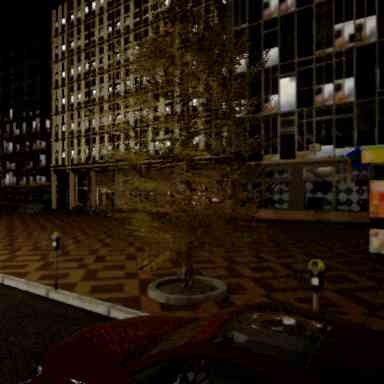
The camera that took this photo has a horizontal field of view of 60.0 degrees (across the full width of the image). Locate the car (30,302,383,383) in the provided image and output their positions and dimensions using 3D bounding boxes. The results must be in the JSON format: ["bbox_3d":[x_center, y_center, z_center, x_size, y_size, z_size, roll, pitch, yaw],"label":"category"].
[{"bbox_3d":[0.436,1.591,2.556,4.206,1.307,1.802,-1,0,35],"label":"car"}]
